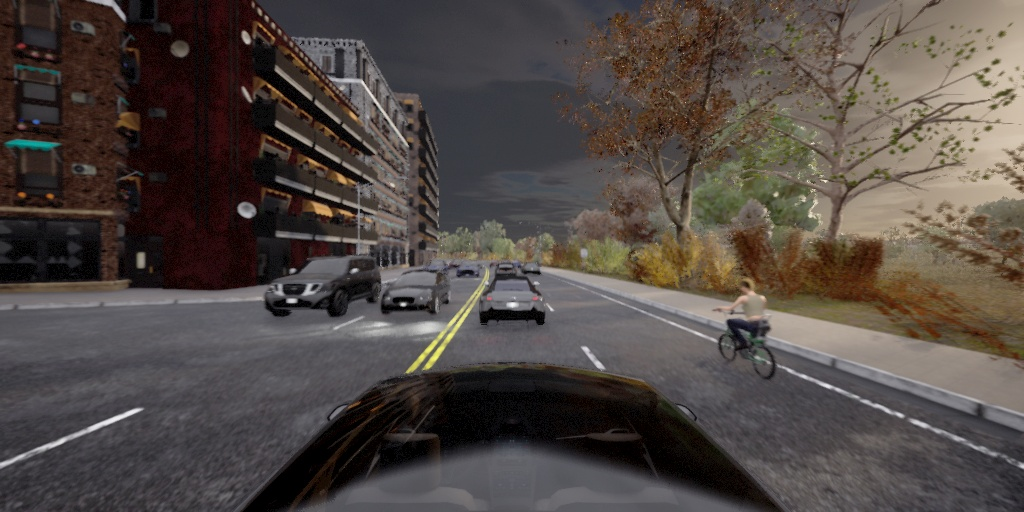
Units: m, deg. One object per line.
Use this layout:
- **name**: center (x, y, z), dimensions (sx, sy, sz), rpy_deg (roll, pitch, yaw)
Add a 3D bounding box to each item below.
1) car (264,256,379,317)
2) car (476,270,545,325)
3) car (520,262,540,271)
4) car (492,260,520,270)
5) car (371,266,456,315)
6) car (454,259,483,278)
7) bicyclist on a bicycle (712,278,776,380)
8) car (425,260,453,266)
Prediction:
- **car**: center (-6.740, 1.007, 13.642), dimensions (2.150, 2.045, 5.566), rpy_deg (0, 0, -1)
- **car**: center (-0.018, 1.342, 12.052), dimensions (1.994, 1.385, 4.181), rpy_deg (0, 0, -1)
- **car**: center (2.104, 1.411, 41.762), dimensions (1.994, 1.385, 4.181), rpy_deg (0, 0, -3)
- **car**: center (-0.563, 1.329, 30.296), dimensions (1.837, 1.490, 4.892), rpy_deg (0, 0, -2)
- **car**: center (-3.497, 1.290, 13.793), dimensions (1.837, 1.490, 4.892), rpy_deg (0, 0, -1)
- **car**: center (-4.253, 1.192, 35.563), dimensions (2.097, 1.767, 4.553), rpy_deg (0, 0, -3)
- **bicyclist on a bicycle**: center (4.075, 1.197, 6.296), dimensions (0.866, 1.612, 1.509), rpy_deg (0, 0, 0)
- **car**: center (-7.519, 1.195, 35.842), dimensions (2.097, 1.767, 4.553), rpy_deg (0, 0, -3)
